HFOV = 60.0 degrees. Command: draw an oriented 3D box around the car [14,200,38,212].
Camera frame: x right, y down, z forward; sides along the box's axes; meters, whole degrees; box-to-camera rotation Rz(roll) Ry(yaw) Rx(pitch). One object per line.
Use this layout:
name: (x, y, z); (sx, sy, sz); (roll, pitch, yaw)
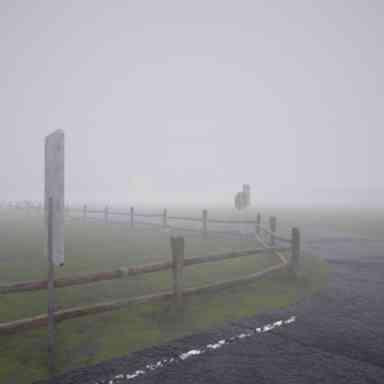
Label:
car: (-23.591, 1.884, 47.269); (2.097, 1.767, 4.553); (0, -1, -44)
